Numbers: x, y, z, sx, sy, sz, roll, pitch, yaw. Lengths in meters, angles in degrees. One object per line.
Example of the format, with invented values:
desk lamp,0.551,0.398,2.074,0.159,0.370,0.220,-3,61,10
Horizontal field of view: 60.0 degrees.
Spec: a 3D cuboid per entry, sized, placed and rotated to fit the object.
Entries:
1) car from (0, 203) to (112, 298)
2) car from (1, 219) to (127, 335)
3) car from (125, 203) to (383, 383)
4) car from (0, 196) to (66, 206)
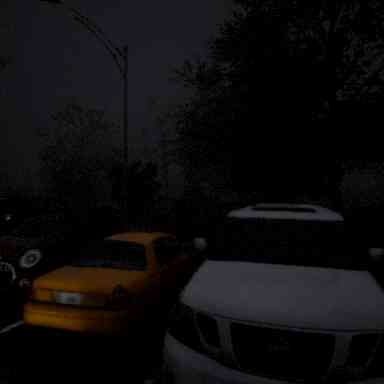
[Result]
car,-3.479,1.320,8.596,2.185,1.767,4.553,1,0,15
car,-1.017,1.469,7.043,1.946,1.575,5.366,0,0,15
car,1.374,1.234,5.114,2.435,2.045,5.566,1,0,15
car,-5.927,1.162,10.233,2.435,2.045,5.566,1,0,15
